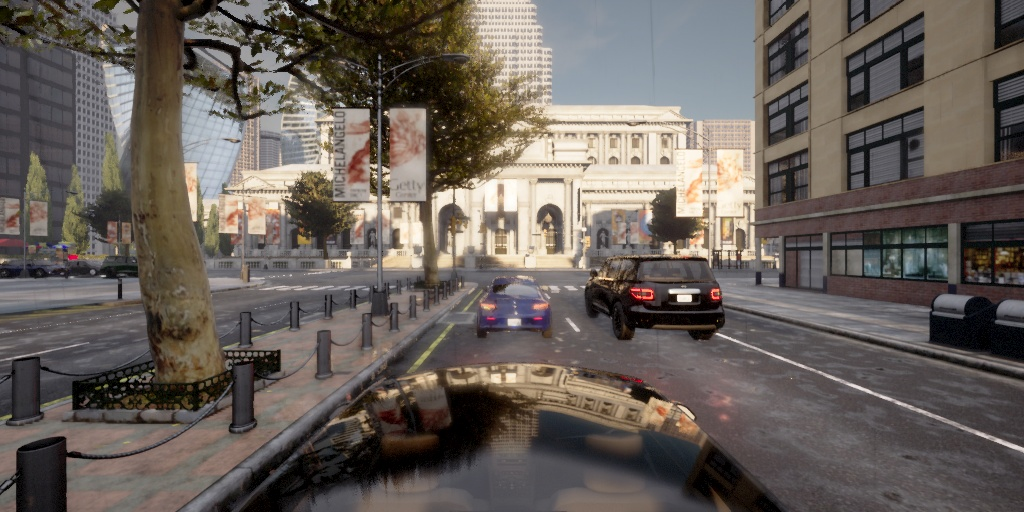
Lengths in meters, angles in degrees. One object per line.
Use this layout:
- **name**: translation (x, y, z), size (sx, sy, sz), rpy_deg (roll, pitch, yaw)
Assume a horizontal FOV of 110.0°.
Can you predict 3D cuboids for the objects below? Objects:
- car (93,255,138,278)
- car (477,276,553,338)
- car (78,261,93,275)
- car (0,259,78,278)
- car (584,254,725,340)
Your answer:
- **car**: translation (-35.669, 0.971, 34.171), size (5.566, 2.045, 2.150), rpy_deg (0, 0, 0)
- **car**: translation (0.072, 1.276, 10.110), size (1.812, 1.442, 4.674), rpy_deg (0, 0, 0)
- **car**: translation (-44.450, 1.255, 37.615), size (4.892, 1.490, 1.837), rpy_deg (0, 0, -1)
- **car**: translation (-45.080, 1.102, 34.091), size (4.553, 1.767, 2.097), rpy_deg (0, 0, -2)
- **car**: translation (3.579, 0.971, 10.121), size (2.150, 2.045, 5.566), rpy_deg (0, 0, 0)
